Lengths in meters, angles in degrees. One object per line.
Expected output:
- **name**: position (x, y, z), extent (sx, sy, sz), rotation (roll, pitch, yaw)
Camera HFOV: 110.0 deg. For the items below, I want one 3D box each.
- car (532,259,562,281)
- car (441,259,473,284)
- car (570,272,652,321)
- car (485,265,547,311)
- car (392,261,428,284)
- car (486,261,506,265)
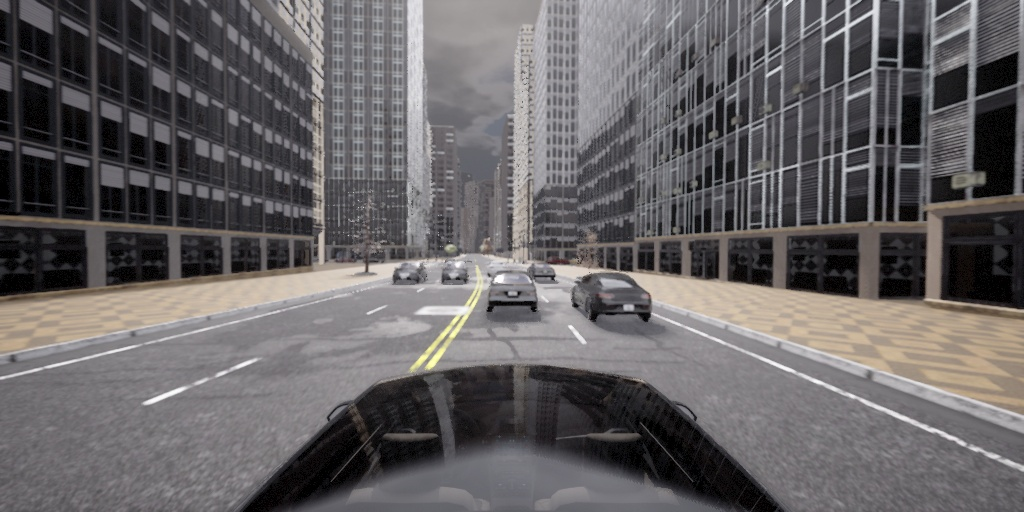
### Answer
- **car**: position (2.293, 1.244, 29.573), extent (2.033, 1.411, 5.357), rotation (0, 0, -5)
- **car**: position (-4.126, 1.170, 26.546), extent (2.128, 1.511, 4.902), rotation (0, 0, -5)
- **car**: position (3.244, 1.271, 12.331), extent (1.812, 1.442, 4.674), rotation (0, 0, -1)
- **car**: position (-0.038, 1.271, 14.313), extent (2.033, 1.411, 5.357), rotation (0, 0, -1)
- **car**: position (-7.358, 1.157, 26.202), extent (2.128, 1.511, 4.902), rotation (0, 0, -5)
- **car**: position (-1.497, 1.193, 35.057), extent (1.812, 1.442, 4.674), rotation (0, 0, -6)
